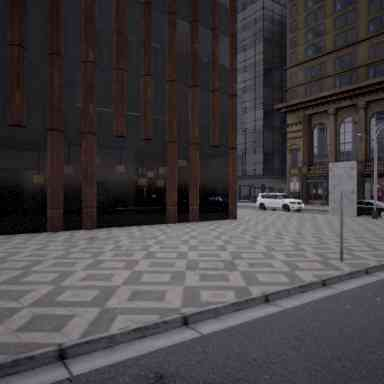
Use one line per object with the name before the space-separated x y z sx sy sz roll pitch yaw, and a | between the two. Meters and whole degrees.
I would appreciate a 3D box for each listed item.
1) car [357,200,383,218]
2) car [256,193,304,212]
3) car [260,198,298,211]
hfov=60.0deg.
car | 15.395 1.454 28.656 1.837 1.490 4.892 0 0 -37
car | 9.622 1.143 36.776 2.150 2.045 5.566 0 0 -36
car | 10.619 1.483 40.902 1.994 1.385 4.181 0 0 -35
